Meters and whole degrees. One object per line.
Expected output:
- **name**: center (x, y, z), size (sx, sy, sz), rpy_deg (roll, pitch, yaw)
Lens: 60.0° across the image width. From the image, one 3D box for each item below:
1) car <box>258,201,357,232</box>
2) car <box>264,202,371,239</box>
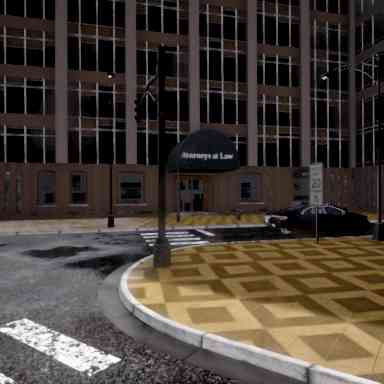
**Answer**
- **car**: center (6.504, 1.314, 18.909), size (4.902, 1.511, 2.128), rpy_deg (0, 0, -14)
- **car**: center (6.106, 1.309, 15.875), size (4.902, 1.511, 2.128), rpy_deg (0, 0, -14)
